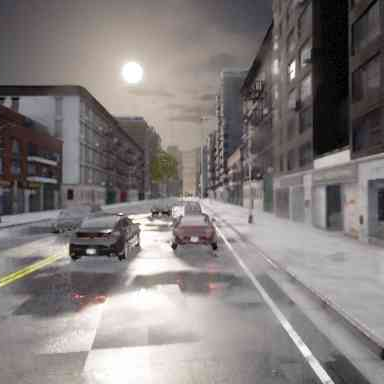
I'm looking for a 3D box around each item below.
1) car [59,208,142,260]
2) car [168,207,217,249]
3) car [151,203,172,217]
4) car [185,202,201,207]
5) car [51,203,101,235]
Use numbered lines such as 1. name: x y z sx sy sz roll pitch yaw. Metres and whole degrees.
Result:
1. car: -3.153 1.601 12.810 1.837 1.490 4.892 0 0 0
2. car: 0.102 1.635 14.962 1.812 1.442 4.674 0 0 0
3. car: -3.141 1.860 35.052 1.895 1.301 4.718 0 0 0
4. car: 0.110 1.824 37.302 2.033 1.411 5.357 0 0 0
5. car: -6.587 1.497 19.849 2.097 1.767 4.553 0 0 0
